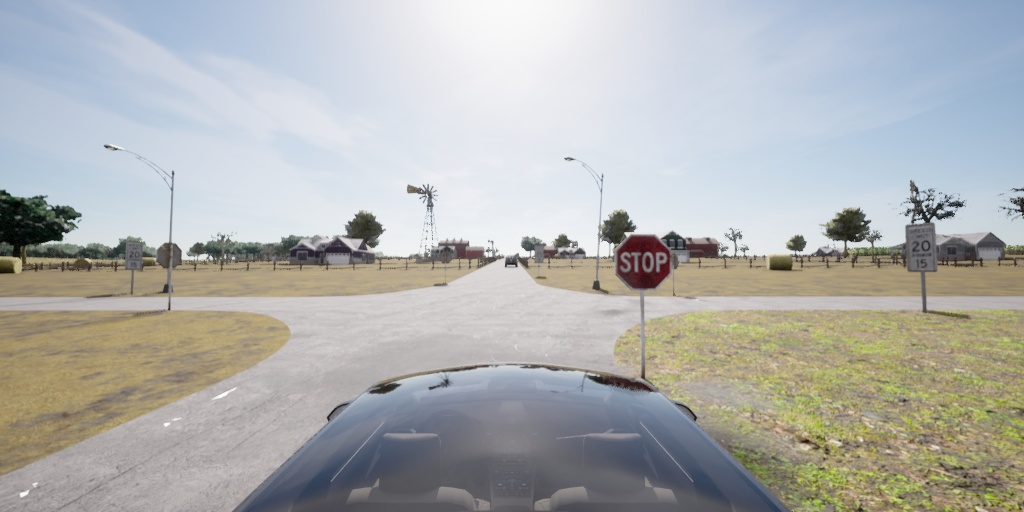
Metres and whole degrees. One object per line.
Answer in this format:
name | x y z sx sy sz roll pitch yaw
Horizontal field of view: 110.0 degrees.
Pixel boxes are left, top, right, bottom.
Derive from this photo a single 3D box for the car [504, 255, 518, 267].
car | -0.125 0.867 61.387 2.150 2.045 5.566 0 0 0
